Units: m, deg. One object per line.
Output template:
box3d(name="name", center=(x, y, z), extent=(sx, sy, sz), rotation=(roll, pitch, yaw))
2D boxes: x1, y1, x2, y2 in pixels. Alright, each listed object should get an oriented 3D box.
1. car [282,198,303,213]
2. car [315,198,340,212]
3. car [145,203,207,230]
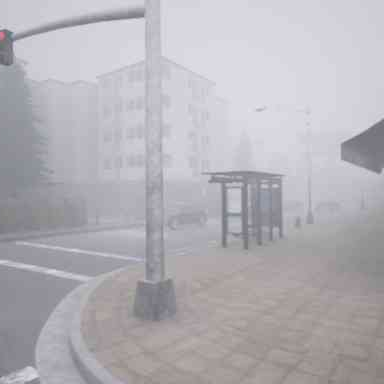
box3d(name="car", center=(10.944, 1.459, 37.537), extent=(1.882, 1.535, 5.008), rotation=(-1, -1, 36))
box3d(name="car", center=(15.175, 1.441, 37.169), extent=(1.837, 1.490, 4.892), rotation=(-1, -1, 36))
box3d(name="car", center=(-0.875, 1.487, 21.133), extent=(1.837, 1.490, 4.892), rotation=(-1, 0, 36))
